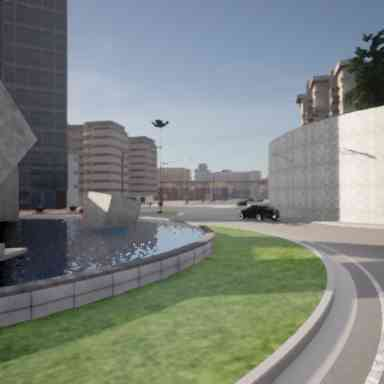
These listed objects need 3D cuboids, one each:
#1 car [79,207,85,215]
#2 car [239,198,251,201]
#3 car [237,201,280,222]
[{"bbox_3d":[-11.396,1.987,40.272,2.097,1.767,4.553,-1,-1,34],"label":"car"},{"bbox_3d":[10.752,2.401,70.530,1.837,1.490,4.892,-1,-1,16],"label":"car"},{"bbox_3d":[6.094,1.888,30.569,1.837,1.490,4.892,0,-1,-22],"label":"car"}]
